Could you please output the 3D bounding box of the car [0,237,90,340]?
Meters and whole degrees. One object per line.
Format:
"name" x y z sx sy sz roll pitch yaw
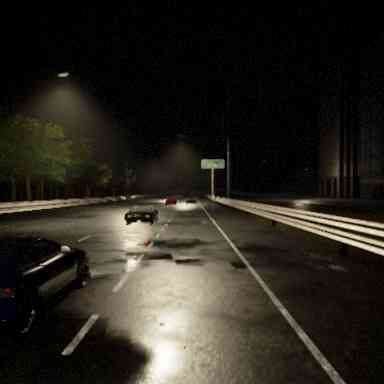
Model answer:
"car" -3.509 1.578 6.575 1.994 1.385 4.181 0 0 0

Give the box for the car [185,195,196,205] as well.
"car" -0.132 1.703 63.381 1.895 1.301 4.718 0 0 0

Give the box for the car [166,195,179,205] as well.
"car" -3.721 1.626 60.264 1.812 1.442 4.674 0 0 0

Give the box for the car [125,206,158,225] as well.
"car" -3.549 1.651 24.277 1.895 1.301 4.718 0 0 0

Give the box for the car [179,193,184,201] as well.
"car" -3.756 1.560 90.691 1.882 1.535 5.008 0 0 0
